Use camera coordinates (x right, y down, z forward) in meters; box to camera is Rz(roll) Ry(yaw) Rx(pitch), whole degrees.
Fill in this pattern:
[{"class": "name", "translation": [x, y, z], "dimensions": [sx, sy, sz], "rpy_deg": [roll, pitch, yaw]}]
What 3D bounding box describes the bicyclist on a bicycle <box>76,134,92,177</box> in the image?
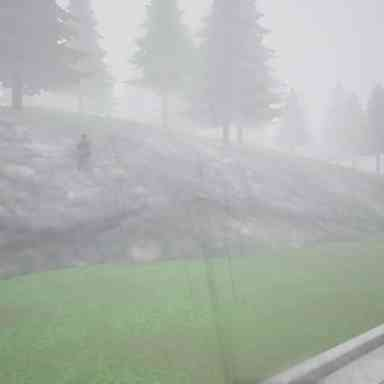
[{"class": "bicyclist on a bicycle", "translation": [-4.559, -1.584, 14.000], "dimensions": [0.582, 1.620, 1.656], "rpy_deg": [-5, 34, -37]}]
